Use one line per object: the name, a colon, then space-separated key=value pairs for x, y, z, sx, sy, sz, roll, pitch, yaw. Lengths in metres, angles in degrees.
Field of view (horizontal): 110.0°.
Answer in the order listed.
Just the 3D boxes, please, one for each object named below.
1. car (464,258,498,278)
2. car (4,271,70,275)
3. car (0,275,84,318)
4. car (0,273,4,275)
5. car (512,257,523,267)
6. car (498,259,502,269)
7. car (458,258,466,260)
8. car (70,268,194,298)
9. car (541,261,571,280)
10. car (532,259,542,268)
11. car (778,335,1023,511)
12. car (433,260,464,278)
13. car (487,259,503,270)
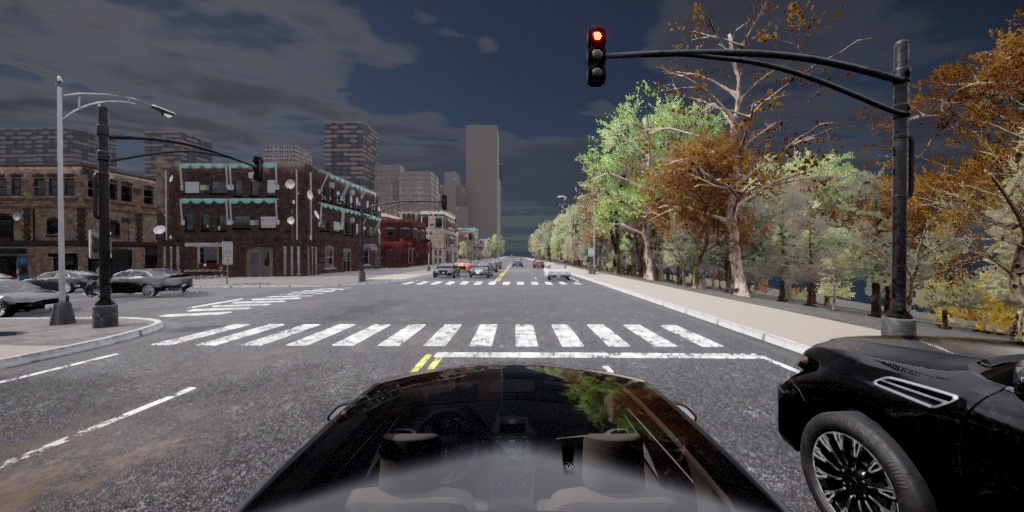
car: x=-2.821 y=1.232 z=33.779 sx=2.128 sy=1.511 sz=4.902 roll=0 pitch=0 yaw=3
car: x=-27.959 y=1.560 z=22.360 sx=4.403 sy=1.370 sz=2.007 roll=0 pitch=0 yaw=1
car: x=-19.767 y=1.565 z=13.713 sx=4.313 sy=1.339 sz=1.948 roll=0 pitch=0 yaw=1
car: x=-33.494 y=1.654 z=22.458 sx=4.207 sy=1.307 sz=1.802 roll=0 pitch=0 yaw=1
car: x=0.999 y=1.252 z=63.801 sx=1.812 sy=1.442 sz=4.674 roll=0 pitch=0 yaw=1
car: x=-2.665 y=1.228 z=43.839 sx=2.128 sy=1.511 sz=4.902 roll=0 pitch=0 yaw=1
car: x=-5.916 y=1.088 z=43.760 sx=2.097 sy=1.767 sz=4.553 roll=0 pitch=0 yaw=1
car: x=-20.322 y=1.439 z=19.608 sx=4.902 sy=1.511 sz=2.128 roll=-1 pitch=1 yaw=1
car: x=3.816 y=1.342 z=30.993 sx=1.895 sy=1.301 sz=4.718 roll=0 pitch=0 yaw=1
car: x=4.275 y=1.255 z=58.258 sx=1.812 sy=1.442 sz=4.674 roll=0 pitch=0 yaw=1
car: x=3.322 y=0.972 z=0.675 sx=2.150 sy=2.045 sz=5.566 roll=0 pitch=0 yaw=1
car: x=-6.082 y=1.304 z=33.764 sx=1.994 sy=1.385 sz=4.181 roll=0 pitch=0 yaw=1
car: x=-2.495 y=1.222 z=54.121 sx=2.128 sy=1.511 sz=4.902 roll=0 pitch=0 yaw=1
